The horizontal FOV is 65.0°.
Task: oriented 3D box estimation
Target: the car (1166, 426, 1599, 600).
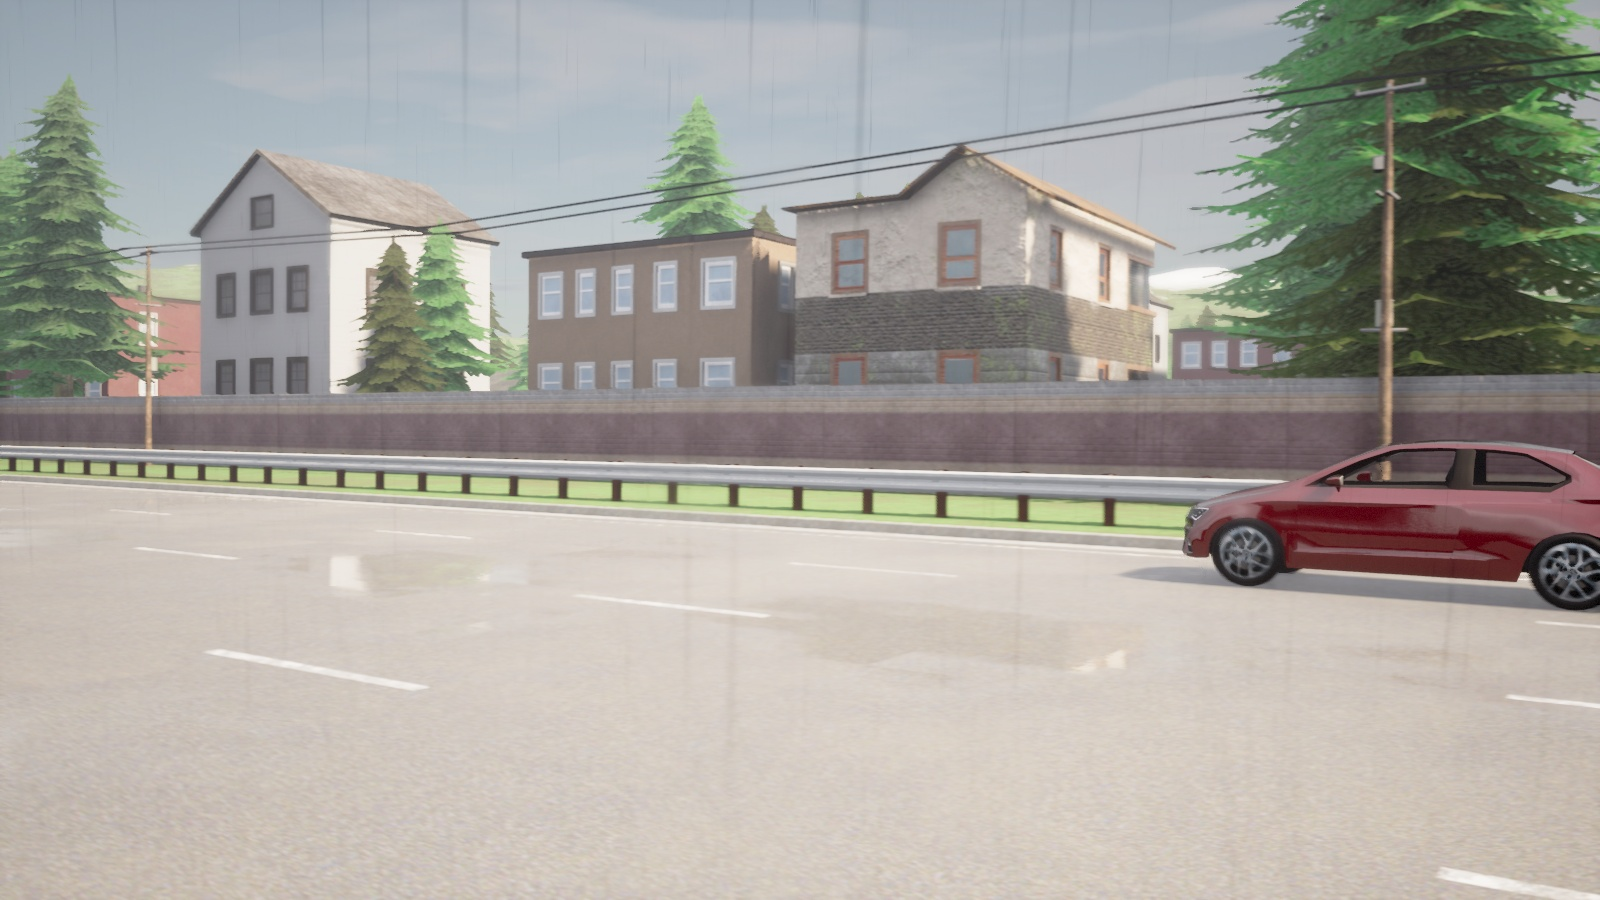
[{"bbox_3d":[5.945,0.524,12.278,4.193,1.474,1.816,0,1,34],"label":"car"}]
